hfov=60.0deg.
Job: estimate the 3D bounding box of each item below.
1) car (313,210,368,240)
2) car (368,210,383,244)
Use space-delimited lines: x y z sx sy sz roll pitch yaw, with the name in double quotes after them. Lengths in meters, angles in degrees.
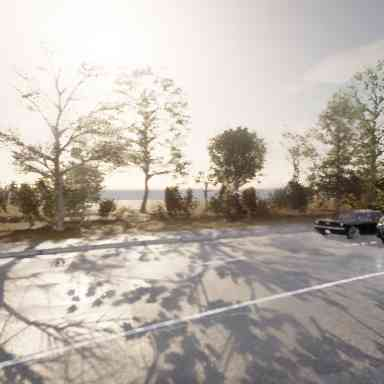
8.475 1.590 16.939 4.718 1.301 1.895 0 0 -27 "car"
10.277 1.224 13.943 5.566 2.045 2.150 0 0 -27 "car"
